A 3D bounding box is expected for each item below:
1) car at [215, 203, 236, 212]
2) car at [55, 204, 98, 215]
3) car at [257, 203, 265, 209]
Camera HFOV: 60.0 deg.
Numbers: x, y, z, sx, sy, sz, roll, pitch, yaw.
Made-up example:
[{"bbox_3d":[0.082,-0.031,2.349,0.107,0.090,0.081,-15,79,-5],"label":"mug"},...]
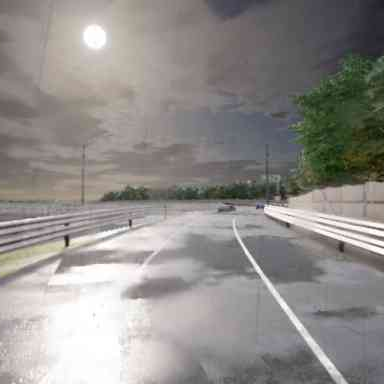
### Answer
[{"bbox_3d":[6.456,2.943,60.636,1.994,1.385,4.181,-1,-2,31],"label":"car"},{"bbox_3d":[-12.658,2.080,36.965,4.892,1.490,1.837,2,-2,-43],"label":"car"},{"bbox_3d":[18.545,3.670,89.465,2.097,1.767,4.553,0,-2,13],"label":"car"}]
